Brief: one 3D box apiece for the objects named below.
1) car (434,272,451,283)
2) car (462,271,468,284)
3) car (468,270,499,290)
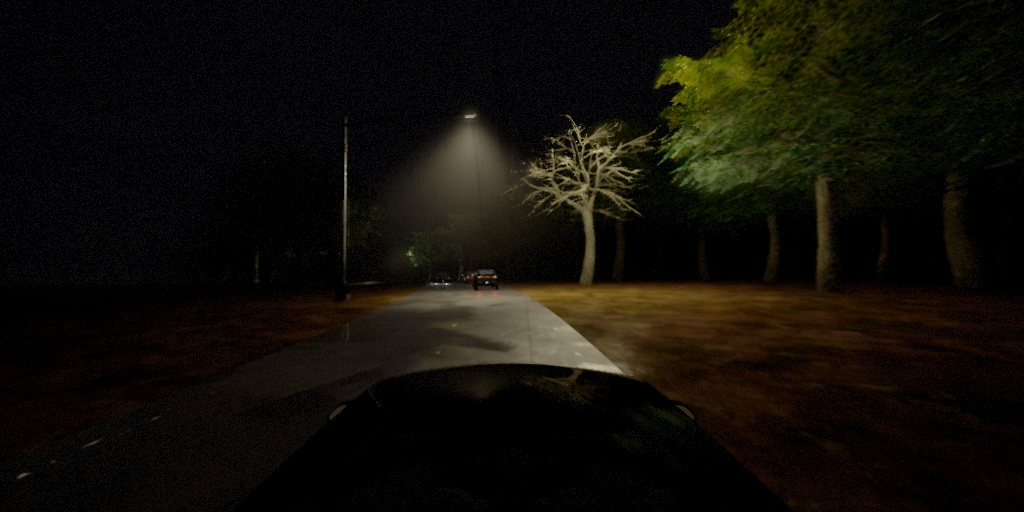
[{"bbox_3d":[-8.712,2.630,44.500,2.033,1.411,5.357,1,-3,-15],"label":"car"},{"bbox_3d":[-4.706,2.449,41.445,2.033,1.411,5.357,0,-3,-13],"label":"car"},{"bbox_3d":[-2.170,1.831,28.564,2.128,1.511,4.902,0,-2,-9],"label":"car"}]
